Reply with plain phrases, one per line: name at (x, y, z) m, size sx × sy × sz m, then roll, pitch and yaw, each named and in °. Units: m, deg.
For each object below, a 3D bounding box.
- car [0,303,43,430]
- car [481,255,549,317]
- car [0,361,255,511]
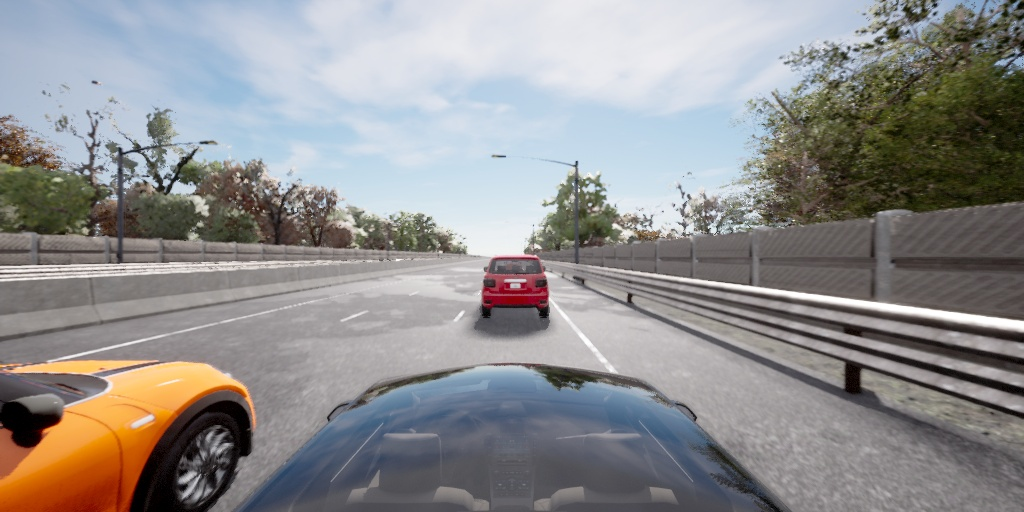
car at (-6.902, 1.297, 1.816) m, size 2.033 × 1.411 × 5.357 m, roll 0°, pitch 0°, yaw 0°
car at (0.102, 0.974, 13.277) m, size 2.150 × 2.045 × 5.566 m, roll 0°, pitch 0°, yaw 0°
car at (-3.400, 1.102, 1.389) m, size 2.097 × 1.767 × 4.553 m, roll 0°, pitch 0°, yaw 0°
